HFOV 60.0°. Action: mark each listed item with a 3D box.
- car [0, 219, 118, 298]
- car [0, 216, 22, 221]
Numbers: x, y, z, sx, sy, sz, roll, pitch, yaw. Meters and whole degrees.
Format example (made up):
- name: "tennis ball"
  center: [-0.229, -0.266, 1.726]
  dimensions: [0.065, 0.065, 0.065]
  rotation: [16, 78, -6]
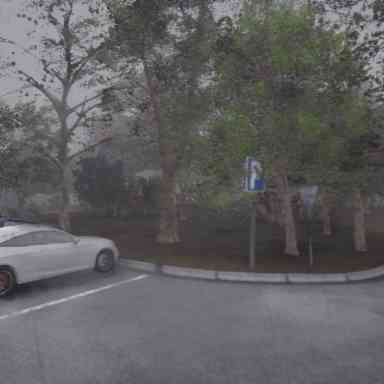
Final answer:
- name: "car"
  center: [-4.099, 1.585, 8.744]
  dimensions: [2.002, 1.452, 4.674]
  rotation: [-1, 0, 36]
- name: "car"
  center: [-6.656, 1.570, 10.581]
  dimensions: [2.097, 1.535, 5.008]
  rotation: [-1, 0, 36]
